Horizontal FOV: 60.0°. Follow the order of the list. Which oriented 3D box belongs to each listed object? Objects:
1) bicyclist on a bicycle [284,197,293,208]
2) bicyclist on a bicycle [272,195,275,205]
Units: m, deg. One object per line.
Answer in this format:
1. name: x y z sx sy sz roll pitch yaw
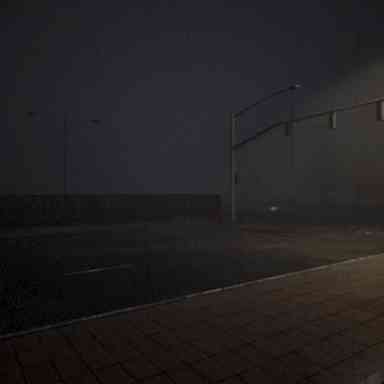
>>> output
1. bicyclist on a bicycle: 14.224 1.538 49.053 1.656 1.620 0.582 0 0 -22
2. bicyclist on a bicycle: 13.254 1.389 53.967 0.582 1.620 1.656 0 0 22
